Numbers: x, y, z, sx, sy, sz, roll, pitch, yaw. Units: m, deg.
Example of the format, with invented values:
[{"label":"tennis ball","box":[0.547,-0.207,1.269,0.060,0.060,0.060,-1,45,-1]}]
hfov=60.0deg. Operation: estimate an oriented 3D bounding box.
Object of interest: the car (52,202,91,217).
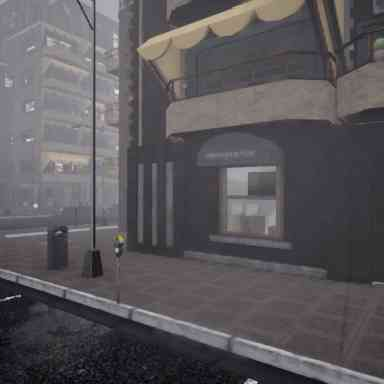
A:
[{"label":"car","box":[-12.770,1.821,35.347,1.967,1.590,4.097,-1,-1,35]}]

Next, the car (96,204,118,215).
[{"label":"car","box":[-9.482,2.063,39.967,1.802,1.307,4.206,-1,-1,35]}]
